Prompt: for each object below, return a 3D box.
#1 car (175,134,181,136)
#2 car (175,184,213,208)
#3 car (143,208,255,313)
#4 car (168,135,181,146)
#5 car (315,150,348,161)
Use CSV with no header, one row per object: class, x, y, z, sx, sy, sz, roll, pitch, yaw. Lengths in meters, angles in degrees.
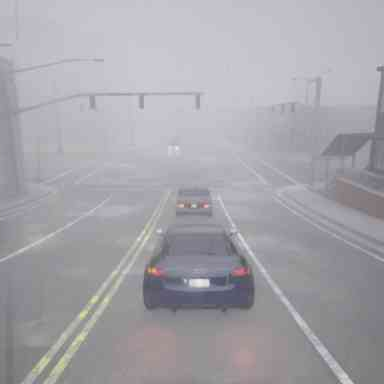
car,-3.467,-12.968,78.749,2.128,1.511,4.902,0,13,0
car,0.100,0.317,17.280,2.033,1.411,5.357,0,8,0
car,0.106,1.327,7.396,1.994,1.385,4.181,0,3,0
car,-3.502,-9.638,64.113,1.895,1.301,4.718,0,13,1
car,17.125,-4.617,41.343,4.181,1.385,1.994,0,13,0
